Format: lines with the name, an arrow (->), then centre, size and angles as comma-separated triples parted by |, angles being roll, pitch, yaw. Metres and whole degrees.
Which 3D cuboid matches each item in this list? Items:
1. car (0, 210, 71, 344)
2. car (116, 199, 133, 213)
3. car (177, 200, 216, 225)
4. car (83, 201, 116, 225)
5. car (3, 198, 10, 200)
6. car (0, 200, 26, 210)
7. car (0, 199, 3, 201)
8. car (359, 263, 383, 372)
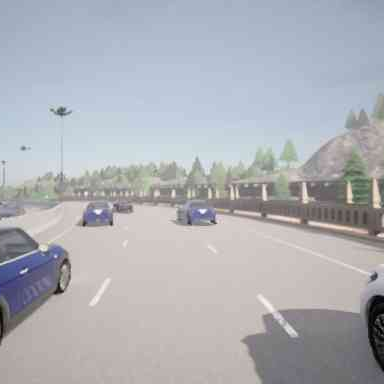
car -> -3.806, 1.384, 5.991 | 2.097, 1.767, 4.553 | 0, 0, -3
car -> -8.255, 1.616, 39.248 | 2.128, 1.511, 4.902 | 0, 0, -23
car -> 0.227, 1.393, 24.877 | 2.097, 1.767, 4.553 | 0, 0, -14
car -> -7.004, 1.444, 24.941 | 2.097, 1.767, 4.553 | 0, 0, -15
car -> -35.655, 1.943, 63.799 | 1.812, 1.442, 4.674 | -1, 0, -36
car -> -15.576, 1.714, 28.734 | 2.033, 1.411, 5.357 | 0, 0, -19
car -> -29.903, 1.841, 49.504 | 2.128, 1.511, 4.902 | -1, 0, -33
car -> 3.436, 1.210, 2.248 | 2.150, 2.045, 5.566 | 0, 0, -1
